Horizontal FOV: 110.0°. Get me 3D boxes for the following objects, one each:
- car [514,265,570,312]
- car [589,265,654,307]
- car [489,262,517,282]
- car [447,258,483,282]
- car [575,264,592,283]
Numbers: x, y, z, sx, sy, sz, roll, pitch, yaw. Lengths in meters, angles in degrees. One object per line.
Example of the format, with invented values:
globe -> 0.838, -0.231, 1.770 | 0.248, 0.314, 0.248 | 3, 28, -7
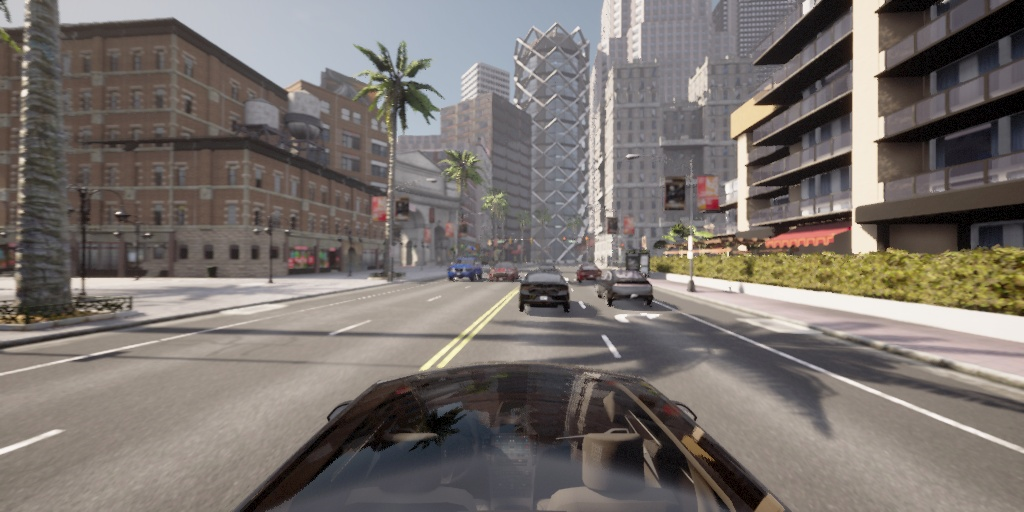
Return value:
car -> 1.344, 1.324, 14.870 | 1.882, 1.535, 5.008 | 0, 0, 6
car -> 5.022, 1.372, 16.454 | 2.128, 1.511, 4.902 | 0, 0, 6
car -> -0.639, 1.292, 30.991 | 2.097, 1.767, 4.553 | 0, 0, 7
car -> -4.047, 1.150, 31.988 | 2.150, 2.045, 5.566 | 0, -1, 7
car -> 6.522, 1.461, 30.675 | 1.882, 1.535, 5.008 | 0, 0, 6
